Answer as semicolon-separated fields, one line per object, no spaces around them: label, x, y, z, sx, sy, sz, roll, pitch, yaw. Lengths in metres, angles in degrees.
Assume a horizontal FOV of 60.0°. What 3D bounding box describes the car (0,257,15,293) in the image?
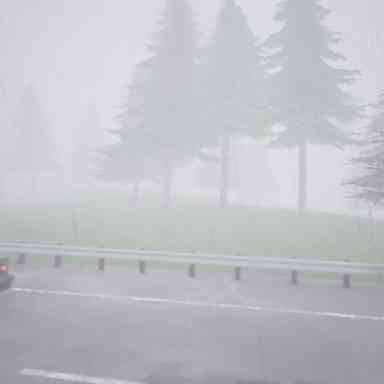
car;-6.586;1.630;6.956;5.357;1.411;2.033;1;-2;9
